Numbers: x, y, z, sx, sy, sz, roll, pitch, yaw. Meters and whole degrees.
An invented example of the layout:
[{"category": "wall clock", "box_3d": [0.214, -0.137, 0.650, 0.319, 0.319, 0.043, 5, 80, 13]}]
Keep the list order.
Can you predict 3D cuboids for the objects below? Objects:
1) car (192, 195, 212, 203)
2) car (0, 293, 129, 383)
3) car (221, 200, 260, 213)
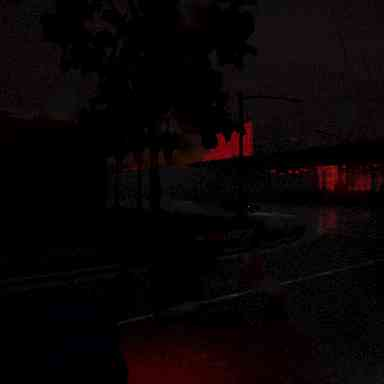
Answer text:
[{"category": "car", "box_3d": [1.947, 1.352, 67.405, 2.097, 1.767, 4.553, 0, 0, -34]}, {"category": "car", "box_3d": [-2.864, 1.477, 1.930, 5.008, 1.535, 1.882, 0, 0, -35]}, {"category": "car", "box_3d": [5.336, 1.601, 36.969, 1.895, 1.301, 4.718, 0, 0, -34]}]
